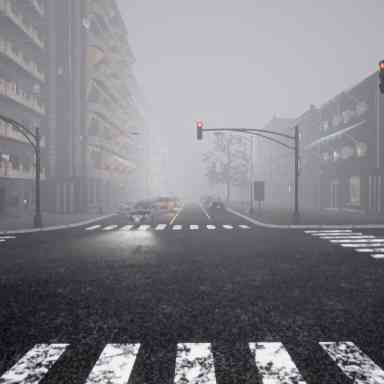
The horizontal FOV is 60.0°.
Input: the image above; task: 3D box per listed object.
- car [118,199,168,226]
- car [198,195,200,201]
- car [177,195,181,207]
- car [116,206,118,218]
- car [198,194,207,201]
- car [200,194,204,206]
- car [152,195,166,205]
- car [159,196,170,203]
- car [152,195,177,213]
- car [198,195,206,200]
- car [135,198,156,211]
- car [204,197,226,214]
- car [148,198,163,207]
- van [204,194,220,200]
[{"bbox_3d":[-3.280,1.485,23.335,2.128,1.511,4.902,0,0,4],"label":"car"},{"bbox_3d":[2.673,1.280,74.467,2.192,1.841,5.009,0,0,0],"label":"car"},{"bbox_3d":[-3.082,1.547,47.953,1.994,1.385,4.181,0,0,0],"label":"car"},{"bbox_3d":[-5.698,1.542,30.205,2.008,1.369,4.403,0,0,0],"label":"car"},{"bbox_3d":[2.672,1.396,85.533,1.967,1.590,4.097,0,0,0],"label":"car"},{"bbox_3d":[2.678,1.420,52.333,1.967,1.590,4.097,0,0,0],"label":"car"},{"bbox_3d":[-5.703,1.417,57.872,1.967,1.590,4.097,0,0,0],"label":"car"},{"bbox_3d":[-5.704,1.551,68.939,1.802,1.307,4.206,0,0,0],"label":"car"},{"bbox_3d":[-3.094,1.340,36.735,2.097,1.767,4.553,0,0,0],"label":"car"},{"bbox_3d":[2.673,1.496,91.067,1.887,1.381,4.507,0,0,0],"label":"car"},{"bbox_3d":[-5.699,1.531,41.271,1.887,1.381,4.507,0,0,0],"label":"car"},{"bbox_3d":[2.682,1.555,35.732,1.947,1.339,4.313,0,0,0],"label":"car"},{"bbox_3d":[-5.701,1.562,52.339,1.802,1.307,4.206,0,0,0],"label":"car"},{"bbox_3d":[2.679,1.327,41.265,1.690,1.788,3.998,0,0,0],"label":"van"}]
